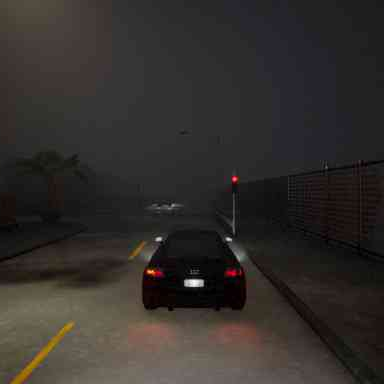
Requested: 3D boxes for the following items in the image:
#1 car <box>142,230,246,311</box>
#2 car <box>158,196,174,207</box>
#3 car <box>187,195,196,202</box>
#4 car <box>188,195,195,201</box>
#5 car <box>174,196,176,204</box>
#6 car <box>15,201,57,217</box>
[{"bbox_3d":[0.045,1.564,7.827,1.994,1.385,4.181,0,0,0],"label":"car"},{"bbox_3d":[-4.215,1.477,51.858,1.882,1.535,5.008,0,0,0],"label":"car"},{"bbox_3d":[-0.179,1.524,75.556,1.812,1.442,4.674,0,0,0],"label":"car"},{"bbox_3d":[-0.205,1.524,85.797,1.812,1.442,4.674,0,0,0],"label":"car"},{"bbox_3d":[-4.187,1.491,65.939,2.128,1.511,4.902,0,0,0],"label":"car"},{"bbox_3d":[-14.655,1.564,30.726,4.181,1.385,1.994,0,0,1],"label":"car"}]
